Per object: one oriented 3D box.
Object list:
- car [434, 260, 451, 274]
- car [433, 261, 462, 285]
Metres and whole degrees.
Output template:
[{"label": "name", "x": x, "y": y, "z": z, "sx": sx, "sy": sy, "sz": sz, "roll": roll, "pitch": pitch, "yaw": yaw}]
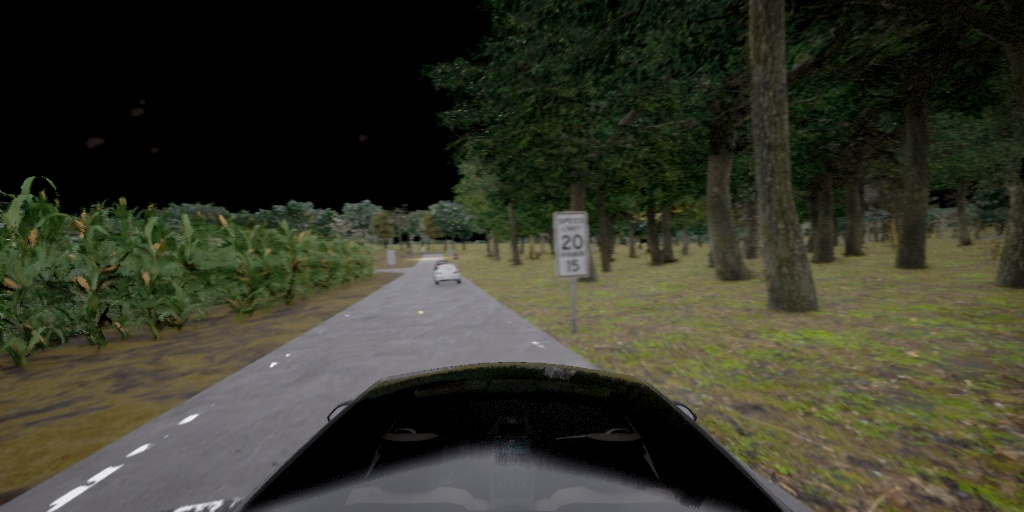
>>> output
[{"label": "car", "x": -8.706, "y": 1.349, "z": 44.747, "sx": 1.837, "sy": 1.490, "sz": 4.892, "roll": -3, "pitch": 0, "yaw": -12}, {"label": "car", "x": -5.108, "y": 1.374, "z": 28.118, "sx": 1.812, "sy": 1.442, "sz": 4.674, "roll": -3, "pitch": 1, "yaw": -12}]
